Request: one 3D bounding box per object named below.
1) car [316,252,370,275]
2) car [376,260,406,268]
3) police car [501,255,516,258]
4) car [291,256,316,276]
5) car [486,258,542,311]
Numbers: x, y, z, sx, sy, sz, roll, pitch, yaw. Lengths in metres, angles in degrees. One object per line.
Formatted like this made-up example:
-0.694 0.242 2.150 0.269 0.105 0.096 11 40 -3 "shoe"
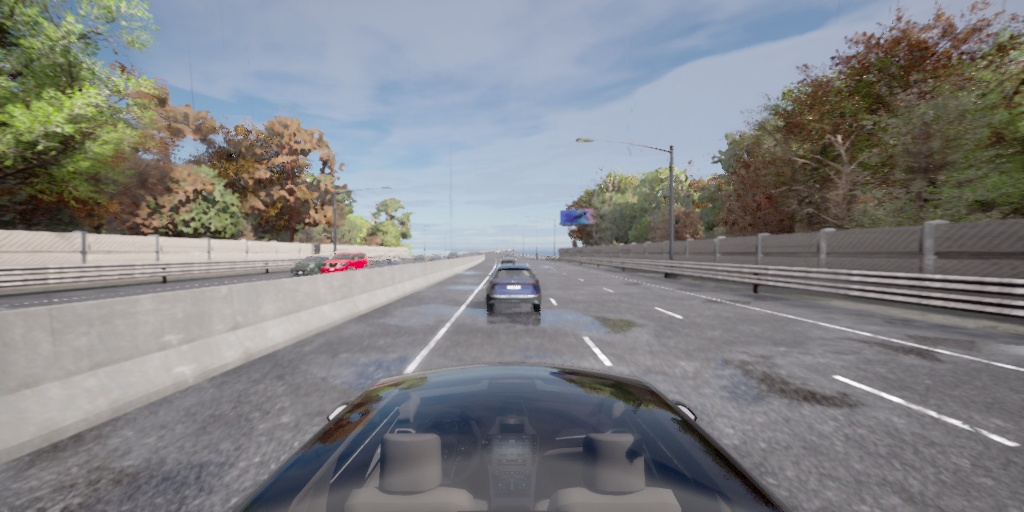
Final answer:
-14.355 0.681 31.291 2.150 2.045 5.566 0 1 -1 "car"
-10.883 1.042 32.988 1.895 1.301 4.718 0 1 -1 "car"
-0.462 0.736 45.327 1.930 1.638 5.238 0 1 -1 "police car"
-17.872 0.801 32.460 2.097 1.767 4.553 0 1 -1 "car"
0.047 1.058 13.871 2.033 1.649 4.856 0 1 0 "car"
